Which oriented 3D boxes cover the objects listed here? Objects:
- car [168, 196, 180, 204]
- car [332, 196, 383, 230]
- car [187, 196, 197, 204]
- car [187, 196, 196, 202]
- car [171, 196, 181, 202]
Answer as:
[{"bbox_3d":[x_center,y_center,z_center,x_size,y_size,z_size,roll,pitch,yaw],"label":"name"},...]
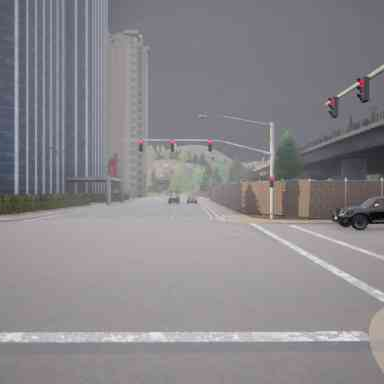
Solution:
[{"bbox_3d":[-3.492,1.478,64.188,1.882,1.535,5.008,0,0,0],"label":"car"},{"bbox_3d":[11.816,1.277,20.920,5.566,2.045,2.150,0,0,0],"label":"car"},{"bbox_3d":[0.009,1.564,64.585,1.994,1.385,4.181,0,0,0],"label":"car"},{"bbox_3d":[-0.104,1.595,74.547,1.895,1.301,4.718,0,0,0],"label":"car"},{"bbox_3d":[-3.603,1.540,74.406,2.033,1.411,5.357,0,0,0],"label":"car"}]
